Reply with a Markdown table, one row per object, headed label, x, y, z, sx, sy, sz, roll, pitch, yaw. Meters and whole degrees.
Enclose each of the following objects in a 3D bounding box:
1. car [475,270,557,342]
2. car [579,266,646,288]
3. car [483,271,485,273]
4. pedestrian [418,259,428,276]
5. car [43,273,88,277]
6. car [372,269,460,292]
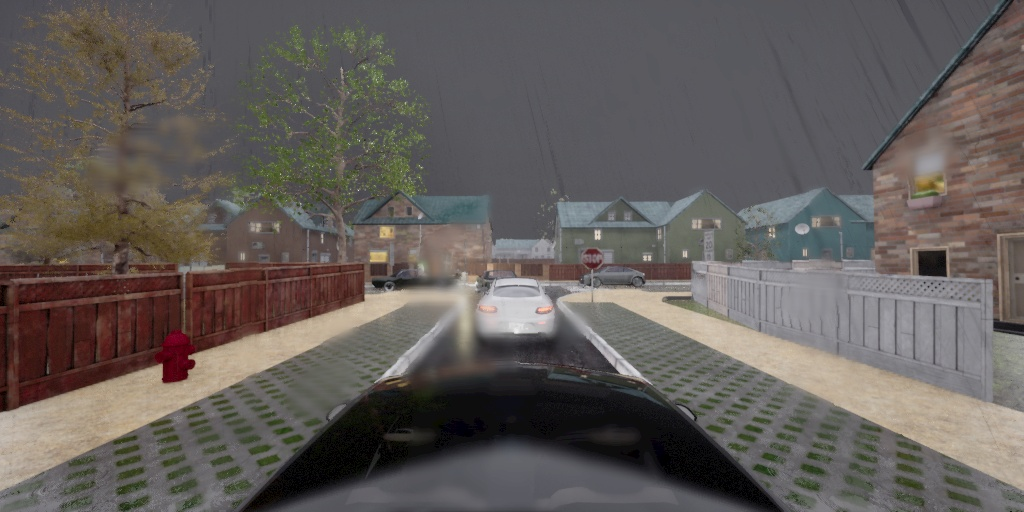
| label | x | y | z | sx | sy | sz | roll | pitch | yaw |
| --- | --- | --- | --- | --- | --- | --- | --- | --- | --- |
| car | 0.108 | 1.279 | 9.622 | 1.812 | 1.442 | 4.674 | 0 | 0 | 0 |
| car | 6.554 | 1.343 | 23.612 | 4.181 | 1.385 | 1.994 | 0 | -1 | 1 |
| car | -0.745 | 1.366 | 18.442 | 1.895 | 1.301 | 4.718 | 0 | -1 | -12 |
| pedestrian | -6.683 | 1.118 | 26.716 | 0.375 | 1.860 | 0.375 | 0 | -1 | 1 |
| car | -25.594 | 1.632 | 21.113 | 4.718 | 1.301 | 1.895 | -1 | -1 | 1 |
| car | -5.469 | 1.416 | 20.830 | 4.718 | 1.301 | 1.895 | -1 | -1 | 1 |
